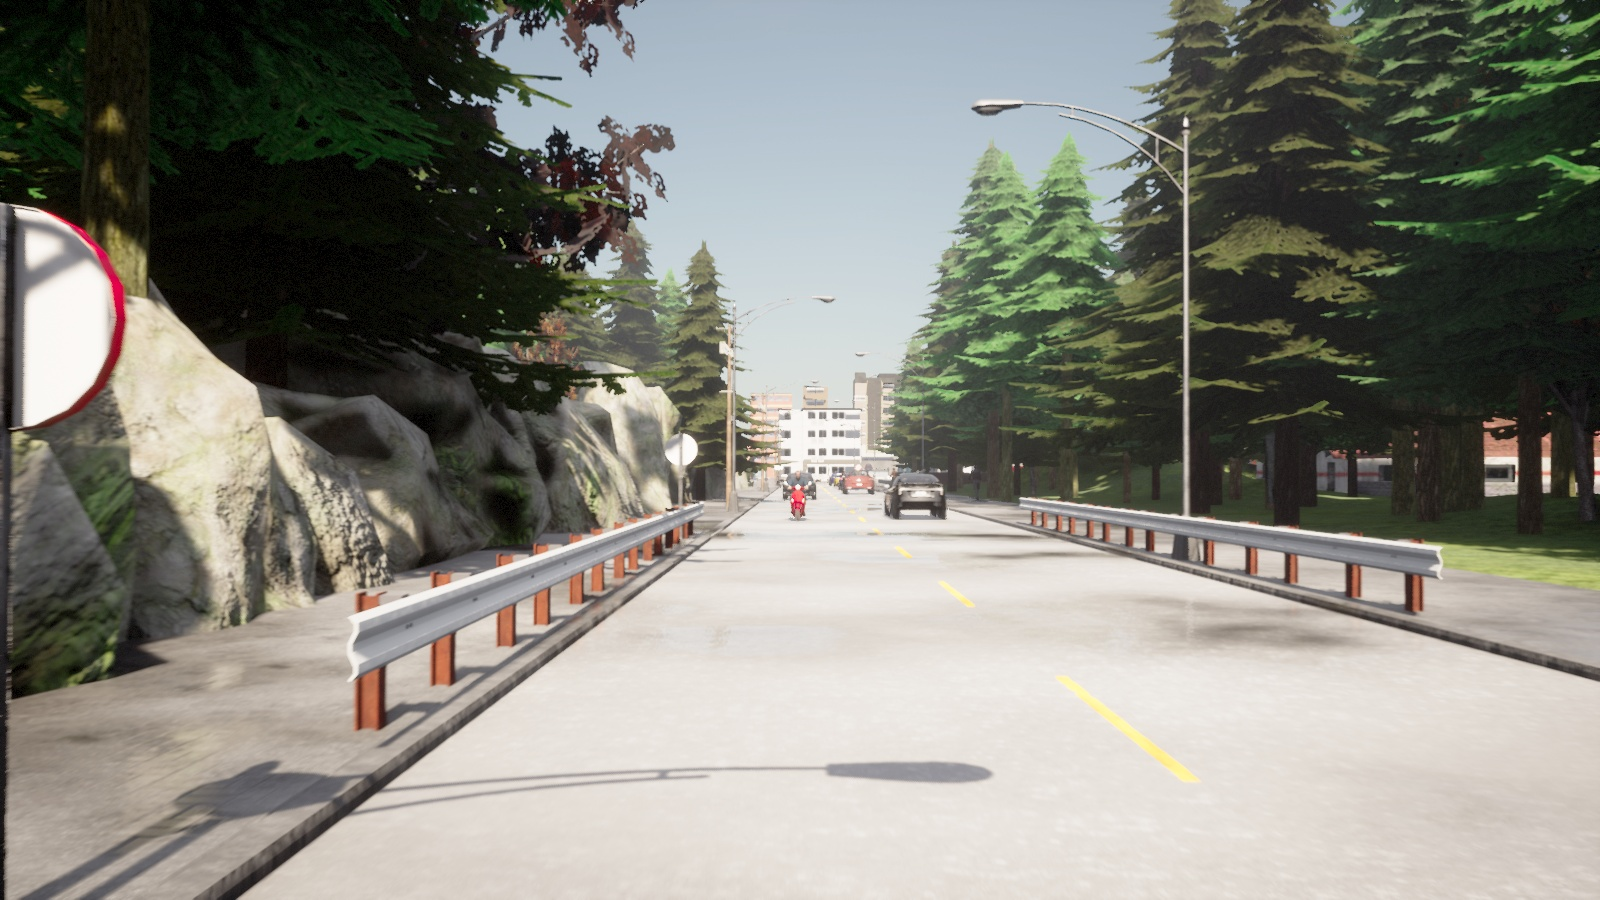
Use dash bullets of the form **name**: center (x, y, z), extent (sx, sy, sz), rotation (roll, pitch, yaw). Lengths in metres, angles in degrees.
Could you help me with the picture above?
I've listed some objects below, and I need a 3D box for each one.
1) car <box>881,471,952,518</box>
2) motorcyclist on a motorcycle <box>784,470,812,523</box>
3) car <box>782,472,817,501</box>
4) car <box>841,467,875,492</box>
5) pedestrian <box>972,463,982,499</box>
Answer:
- **car**: center (3.952, 1.476, 43.189), extent (2.007, 1.525, 4.514), rotation (0, -1, 0)
- **motorcyclist on a motorcycle**: center (-0.055, 1.430, 39.119), extent (0.866, 1.590, 1.817), rotation (0, -1, 0)
- **car**: center (0.000, 1.981, 68.671), extent (1.837, 1.490, 4.892), rotation (0, -1, 0)
- **car**: center (4.034, 2.056, 87.498), extent (2.152, 1.651, 5.027), rotation (0, -1, 0)
- **pedestrian**: center (9.059, 1.577, 64.408), extent (0.376, 1.854, 0.720), rotation (0, -1, -2)
